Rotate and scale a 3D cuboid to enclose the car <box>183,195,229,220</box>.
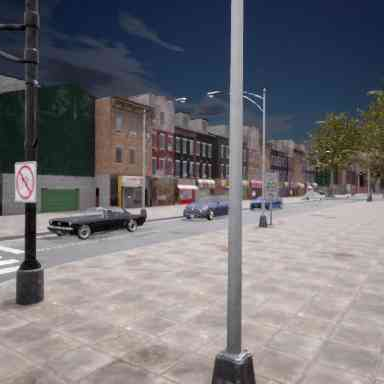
[{"bbox_3d":[1.324,1.024,24.401,2.097,1.767,4.553,1,1,36],"label":"car"}]

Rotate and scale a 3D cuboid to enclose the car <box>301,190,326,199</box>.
[{"bbox_3d":[16.270,0.506,45.171,1.812,1.442,4.674,1,1,36],"label":"car"}]

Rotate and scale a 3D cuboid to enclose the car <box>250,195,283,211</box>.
[{"bbox_3d":[7.453,1.018,32.978,1.882,1.535,5.008,1,1,36],"label":"car"}]

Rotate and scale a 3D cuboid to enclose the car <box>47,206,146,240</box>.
[{"bbox_3d":[-4.503,1.408,16.245,1.895,1.301,4.718,1,1,35],"label":"car"}]
